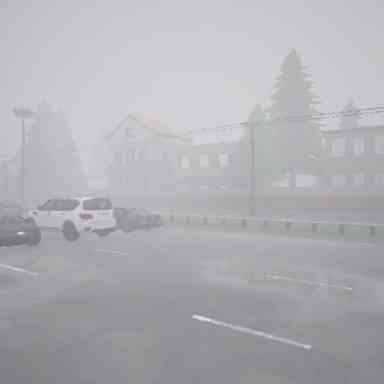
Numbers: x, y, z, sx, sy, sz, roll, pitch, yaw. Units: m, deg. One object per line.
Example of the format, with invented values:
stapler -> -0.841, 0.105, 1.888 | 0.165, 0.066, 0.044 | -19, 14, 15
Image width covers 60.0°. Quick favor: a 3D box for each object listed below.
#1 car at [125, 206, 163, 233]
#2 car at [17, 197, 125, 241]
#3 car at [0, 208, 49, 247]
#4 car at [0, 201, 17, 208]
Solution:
car -> -4.204, 1.560, 19.765 | 5.357, 1.411, 2.033 | 0, 0, 36
car -> -6.260, 1.255, 16.933 | 5.566, 2.045, 2.150 | 0, 0, 36
car -> -8.269, 1.570, 14.066 | 4.181, 1.385, 1.994 | 0, 0, 36
car -> -16.415, 1.493, 28.476 | 4.902, 1.511, 2.128 | 0, 0, 36
